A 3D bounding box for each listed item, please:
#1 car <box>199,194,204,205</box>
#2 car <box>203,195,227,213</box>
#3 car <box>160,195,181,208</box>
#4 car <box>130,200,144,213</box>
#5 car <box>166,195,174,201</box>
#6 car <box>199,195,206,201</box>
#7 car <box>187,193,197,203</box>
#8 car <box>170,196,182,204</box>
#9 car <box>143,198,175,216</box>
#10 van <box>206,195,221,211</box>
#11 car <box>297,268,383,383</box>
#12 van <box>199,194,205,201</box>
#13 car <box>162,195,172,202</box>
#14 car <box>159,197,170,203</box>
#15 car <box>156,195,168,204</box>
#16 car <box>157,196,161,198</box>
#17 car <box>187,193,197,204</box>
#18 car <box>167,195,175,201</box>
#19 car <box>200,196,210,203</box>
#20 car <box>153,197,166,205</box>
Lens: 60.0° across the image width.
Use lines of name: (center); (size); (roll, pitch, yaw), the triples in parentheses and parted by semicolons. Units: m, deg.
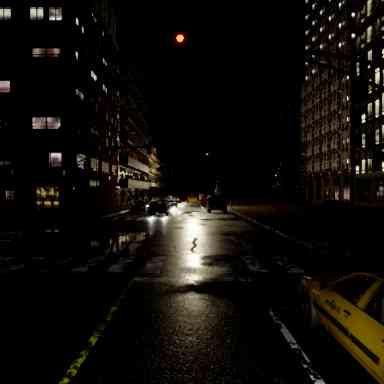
car: (2.683, 1.353, 58.478); (2.192, 1.841, 5.009); (0, 0, 0)
car: (2.684, 1.326, 36.372); (2.192, 1.841, 5.009); (0, 0, 0)
car: (-3.081, 1.517, 49.319); (2.128, 1.511, 4.902); (0, 0, 0)
car: (-5.694, 1.562, 36.371); (2.008, 1.369, 4.403); (0, 0, 0)
car: (-5.696, 1.611, 85.941); (1.752, 1.417, 4.829); (0, 0, 0)
car: (2.684, 1.611, 86.281); (1.752, 1.417, 4.829); (0, 0, 0)
car: (0.000, 1.291, 75.861); (2.150, 2.045, 5.566); (0, 0, 0)
car: (-3.046, 1.595, 64.624); (2.033, 1.411, 5.357); (0, 0, 0)
car: (-3.099, 1.556, 32.449); (2.033, 1.411, 5.357); (0, 0, 0)
van: (2.684, 1.357, 41.898); (1.690, 1.788, 3.998); (0, 0, 0)
car: (2.686, 1.525, 4.129); (1.752, 1.417, 4.829); (0, 0, 0)
van: (2.682, 1.439, 91.637); (1.690, 1.788, 3.998); (0, 0, 0)
car: (-5.697, 1.505, 75.058); (1.967, 1.590, 4.097); (0, 0, 0)
car: (-5.696, 1.637, 69.532); (1.802, 1.307, 4.206); (0, 0, 0)
car: (-5.697, 1.487, 64.005); (1.967, 1.590, 4.097); (0, 0, 0)
car: (-5.695, 1.580, 52.951); (2.008, 1.369, 4.403); (0, 0, 0)
car: (0.098, 1.526, 65.386); (1.882, 1.535, 5.008); (0, 0, 0)
car: (-5.697, 1.642, 91.637); (1.887, 1.381, 4.507); (0, 0, 0)
car: (2.684, 1.600, 69.532); (1.887, 1.381, 4.507); (0, 0, 0)
car: (-5.696, 1.582, 58.477); (1.887, 1.381, 4.507); (0, 0, 0)
